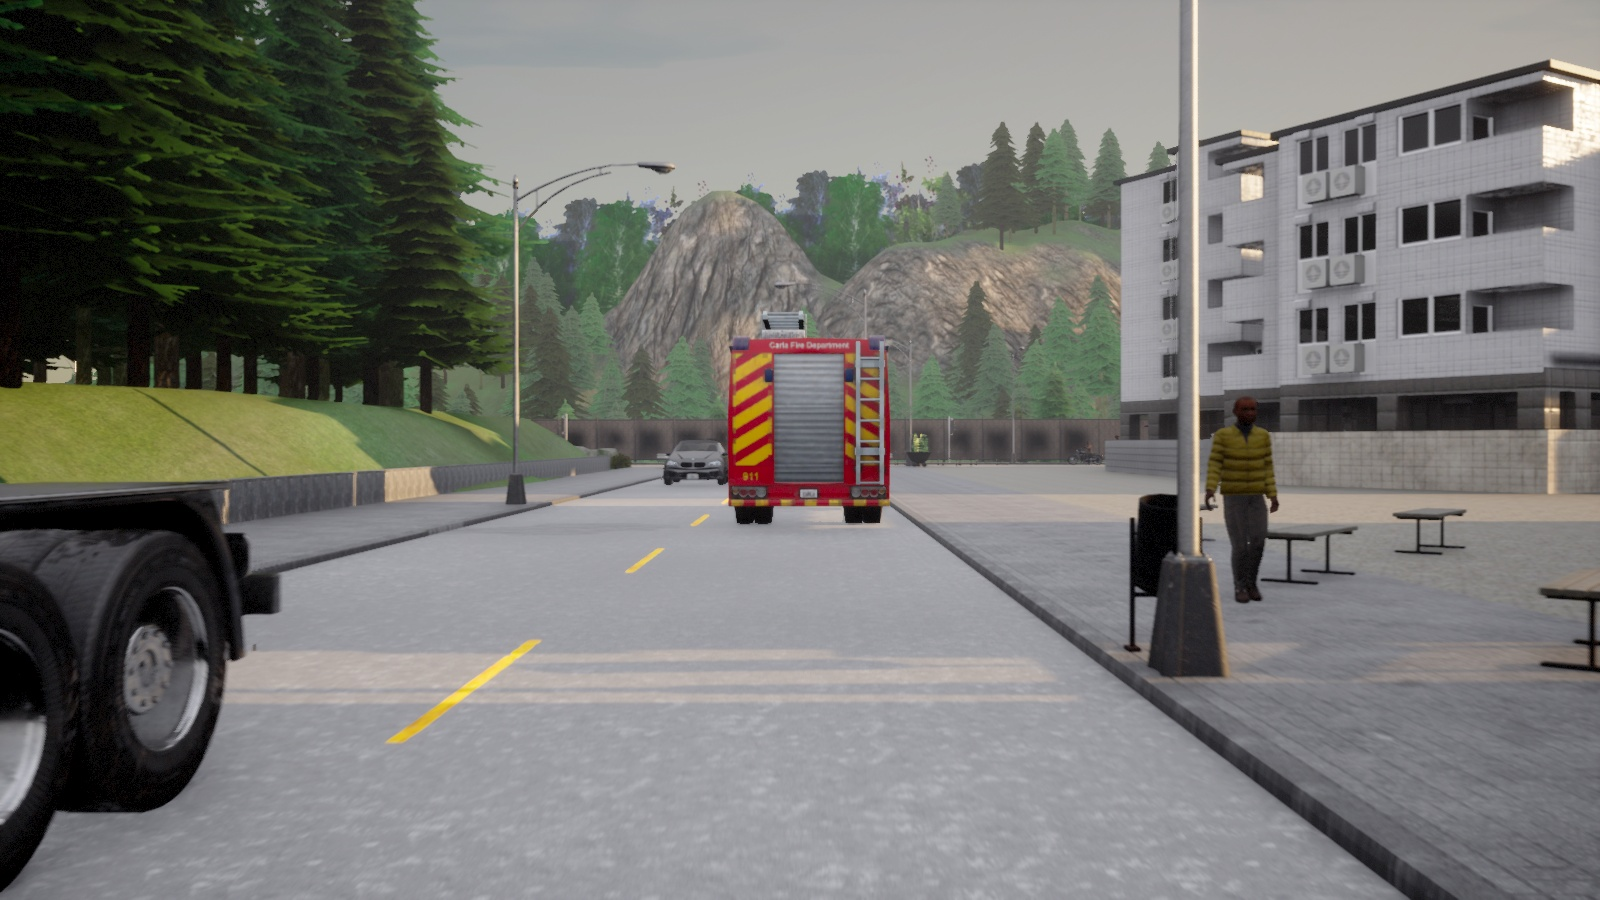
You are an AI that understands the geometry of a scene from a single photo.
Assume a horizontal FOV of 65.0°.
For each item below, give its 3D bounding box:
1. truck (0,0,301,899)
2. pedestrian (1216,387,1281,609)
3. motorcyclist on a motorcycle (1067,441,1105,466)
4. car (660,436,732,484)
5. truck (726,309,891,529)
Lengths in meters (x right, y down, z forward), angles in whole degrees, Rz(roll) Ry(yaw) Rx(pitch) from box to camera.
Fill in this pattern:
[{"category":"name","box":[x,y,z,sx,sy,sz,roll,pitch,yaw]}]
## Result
[{"category":"truck","box":[-3.970,-0.252,2.333,2.891,3.462,7.936,0,0,0]},{"category":"pedestrian","box":[3.833,0.399,10.760,0.370,1.835,0.726,0,0,6]},{"category":"motorcyclist on a motorcycle","box":[19.001,0.241,83.554,2.350,1.649,0.766,0,0,0]},{"category":"car","box":[-3.720,0.330,45.740,2.242,1.667,4.611,0,0,0]},{"category":"truck","box":[0.169,-0.565,26.166,2.891,3.827,8.468,0,0,0]}]
